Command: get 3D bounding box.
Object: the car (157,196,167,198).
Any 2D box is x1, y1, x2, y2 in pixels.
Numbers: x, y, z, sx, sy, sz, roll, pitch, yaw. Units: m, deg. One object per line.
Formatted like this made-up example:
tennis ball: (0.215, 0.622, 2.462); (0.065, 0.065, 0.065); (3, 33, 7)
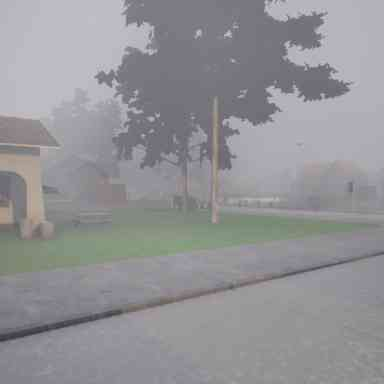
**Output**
car: (-6.082, 1.525, 65.240); (1.812, 1.442, 4.674); (0, 0, -36)
